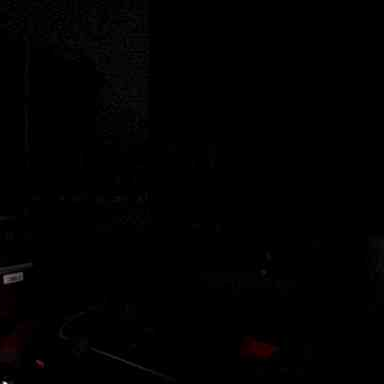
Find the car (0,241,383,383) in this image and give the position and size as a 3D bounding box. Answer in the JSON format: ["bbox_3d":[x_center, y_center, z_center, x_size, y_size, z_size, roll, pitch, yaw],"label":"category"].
[{"bbox_3d":[-0.066,1.440,3.007,4.097,1.590,1.967,0,0,35],"label":"car"}]

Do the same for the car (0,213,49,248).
[{"bbox_3d":[-4.500,1.315,6.156,5.009,1.841,2.192,0,0,35],"label":"car"}]
